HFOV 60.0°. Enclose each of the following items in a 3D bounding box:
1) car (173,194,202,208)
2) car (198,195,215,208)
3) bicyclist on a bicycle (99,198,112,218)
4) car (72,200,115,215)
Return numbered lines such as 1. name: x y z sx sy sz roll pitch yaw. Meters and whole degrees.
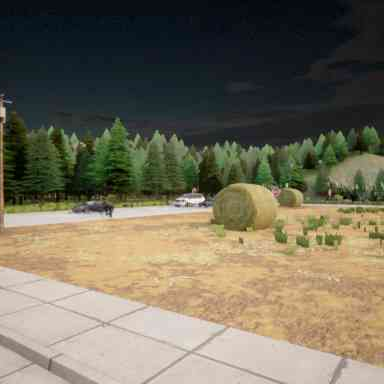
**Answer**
1. car: -0.363 1.250 48.560 2.150 2.045 5.566 0 0 37
2. car: 3.530 1.518 47.769 2.128 1.511 4.902 0 0 37
3. bicyclist on a bicycle: -7.010 1.327 27.018 1.656 1.620 0.582 0 0 36
4. car: -10.302 1.552 35.154 1.812 1.442 4.674 0 0 36
